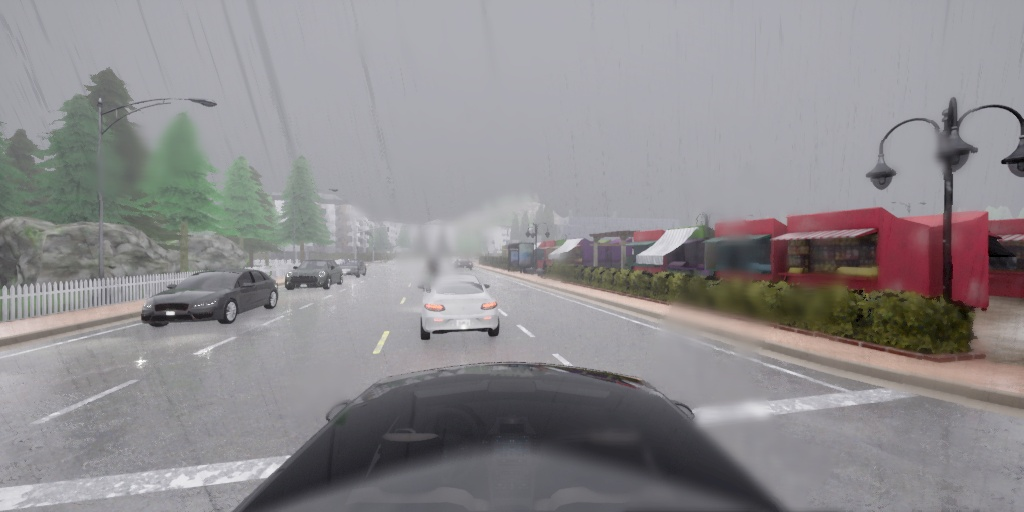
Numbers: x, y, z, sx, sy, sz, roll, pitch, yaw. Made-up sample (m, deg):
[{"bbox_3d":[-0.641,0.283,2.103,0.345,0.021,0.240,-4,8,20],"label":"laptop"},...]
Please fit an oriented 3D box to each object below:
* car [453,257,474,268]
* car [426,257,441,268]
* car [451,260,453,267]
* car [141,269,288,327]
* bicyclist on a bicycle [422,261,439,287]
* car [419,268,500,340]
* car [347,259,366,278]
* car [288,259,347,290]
[{"bbox_3d":[-5.830,1.048,43.775,1.895,1.301,4.718,0,0,-13],"label":"car"},{"bbox_3d":[-11.096,0.898,50.810,1.837,1.490,4.892,0,0,-13],"label":"car"},{"bbox_3d":[-7.890,0.906,52.647,1.812,1.442,4.674,0,0,-13],"label":"car"},{"bbox_3d":[-9.241,1.190,11.483,1.837,1.490,4.892,0,0,-13],"label":"car"},{"bbox_3d":[-4.401,1.078,19.642,0.582,1.620,1.656,0,1,25],"label":"bicyclist on a bicycle"},{"bbox_3d":[-1.521,1.225,9.807,1.812,1.442,4.674,0,0,-13],"label":"car"},{"bbox_3d":[-13.734,1.034,30.684,2.128,1.511,4.902,0,0,-13],"label":"car"},{"bbox_3d":[-11.490,0.966,21.073,2.097,1.767,4.553,0,0,-13],"label":"car"}]
